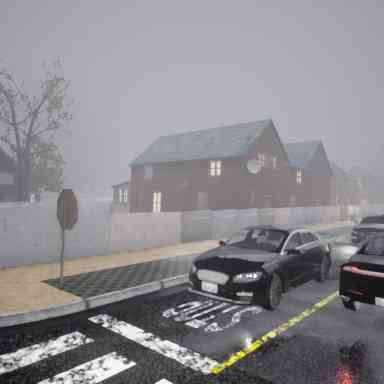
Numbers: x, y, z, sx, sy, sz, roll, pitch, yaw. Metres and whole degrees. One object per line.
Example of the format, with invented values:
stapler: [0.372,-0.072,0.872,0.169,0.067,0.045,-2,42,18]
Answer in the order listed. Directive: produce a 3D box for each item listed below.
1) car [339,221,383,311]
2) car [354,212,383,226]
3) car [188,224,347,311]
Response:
car: [4.738,1.626,7.190,2.128,1.511,4.902,0,-1,42]
car: [9.667,1.843,17.043,1.837,1.490,4.892,0,0,42]
car: [1.914,1.602,8.233,2.128,1.511,4.902,0,-1,40]
